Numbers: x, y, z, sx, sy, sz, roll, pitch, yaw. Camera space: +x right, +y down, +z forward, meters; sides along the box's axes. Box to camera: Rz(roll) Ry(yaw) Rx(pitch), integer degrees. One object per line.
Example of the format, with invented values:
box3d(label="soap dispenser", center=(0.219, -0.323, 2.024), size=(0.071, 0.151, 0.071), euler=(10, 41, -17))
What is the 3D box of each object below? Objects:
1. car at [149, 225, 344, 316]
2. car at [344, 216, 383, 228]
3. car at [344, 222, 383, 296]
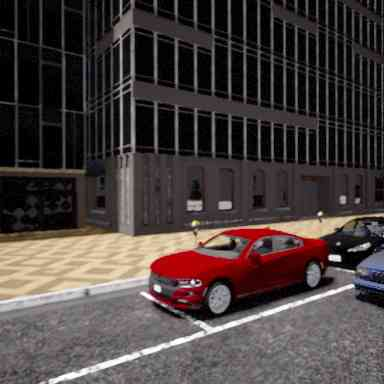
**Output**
box3d(label="car", center=(1.199, 1.506, 7.409), size=(4.507, 1.381, 1.887), euler=(-1, 0, -35))
box3d(label="car", center=(5.835, 1.483, 10.713), size=(4.313, 1.339, 1.947), euler=(-1, 0, -35))
box3d(label="car", center=(5.856, 1.478, 7.551), size=(5.357, 1.411, 2.033), euler=(-1, 0, -35))
